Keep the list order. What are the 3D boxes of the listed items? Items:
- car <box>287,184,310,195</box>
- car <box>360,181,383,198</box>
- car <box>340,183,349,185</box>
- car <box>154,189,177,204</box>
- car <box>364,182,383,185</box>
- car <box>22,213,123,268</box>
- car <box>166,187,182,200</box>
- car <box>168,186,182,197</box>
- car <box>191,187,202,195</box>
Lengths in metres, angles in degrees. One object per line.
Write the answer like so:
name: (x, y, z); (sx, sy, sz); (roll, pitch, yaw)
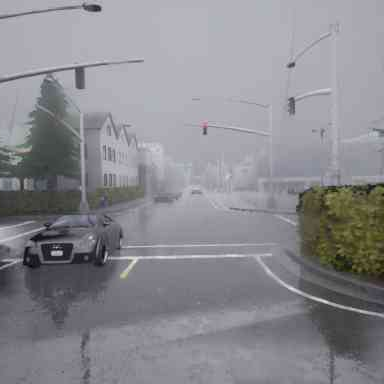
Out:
car: (16.111, -0.274, 51.401); (2.007, 1.523, 4.514); (-1, 1, 1)
car: (22.934, -0.360, 41.308); (1.932, 1.855, 4.605); (-1, 1, 1)
car: (26.267, -0.830, 58.649); (2.152, 1.636, 5.027); (-1, 1, 1)
car: (-3.089, 0.632, 37.059); (1.895, 1.301, 4.718); (-1, 1, 1)
car: (19.560, -0.102, 33.481); (1.905, 1.878, 3.866); (-1, 1, 1)
car: (-3.396, 1.339, 10.205); (1.994, 1.385, 4.181); (-1, 0, -2)
car: (-2.940, 0.146, 46.026); (2.097, 1.767, 4.553); (-1, 1, 1)
car: (-2.817, -0.111, 55.757); (2.097, 1.767, 4.553); (-1, 1, 1)
car: (0.820, -0.146, 60.690); (1.812, 1.442, 4.674); (-1, 1, 1)
